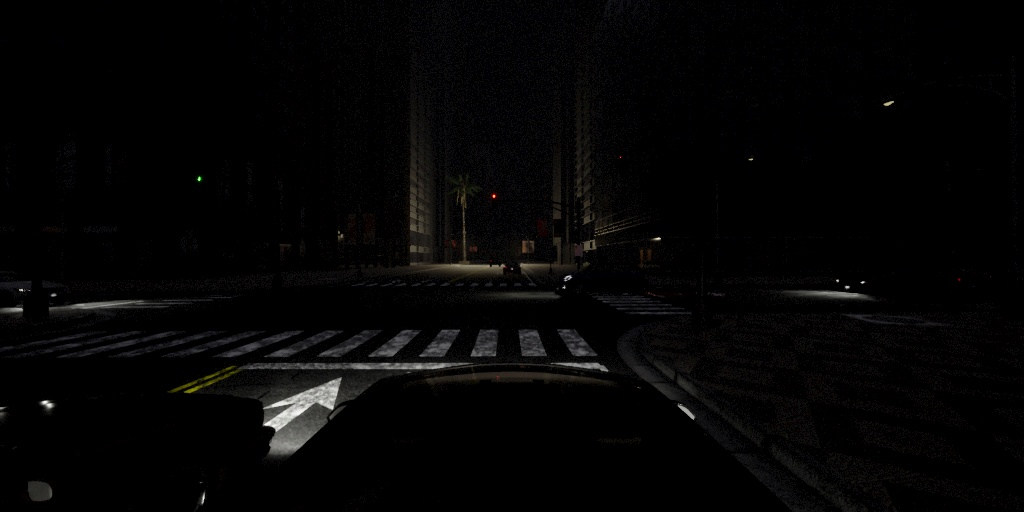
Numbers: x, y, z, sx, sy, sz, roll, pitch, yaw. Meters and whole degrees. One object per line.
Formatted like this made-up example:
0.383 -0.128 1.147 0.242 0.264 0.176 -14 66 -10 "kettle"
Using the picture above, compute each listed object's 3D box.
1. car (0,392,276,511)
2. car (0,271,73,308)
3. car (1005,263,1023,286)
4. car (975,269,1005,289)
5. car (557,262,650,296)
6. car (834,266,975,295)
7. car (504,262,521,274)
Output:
-3.175 1.297 0.720 2.033 1.411 5.357 0 0 4 "car"
-21.382 1.354 14.938 4.674 1.442 1.812 0 0 1 "car"
32.059 1.116 21.832 4.097 1.591 1.967 0 0 -1 "car"
26.422 1.274 21.732 4.207 1.307 1.802 0 0 -1 "car"
4.624 1.096 18.587 4.553 1.767 2.097 0 0 -1 "car"
20.264 1.237 18.870 5.357 1.411 2.033 0 0 -1 "car"
0.013 1.406 42.135 1.994 1.385 4.181 0 0 0 "car"
